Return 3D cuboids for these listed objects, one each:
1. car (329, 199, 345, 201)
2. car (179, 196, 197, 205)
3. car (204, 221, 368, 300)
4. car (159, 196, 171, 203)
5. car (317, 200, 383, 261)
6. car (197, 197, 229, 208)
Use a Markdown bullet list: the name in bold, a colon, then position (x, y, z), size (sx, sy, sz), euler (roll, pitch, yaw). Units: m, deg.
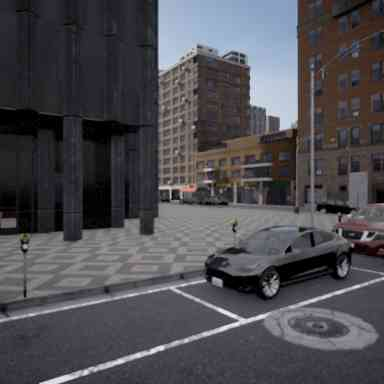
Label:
- **car**: position (14.271, 1.434, 31.416), size (1.882, 1.535, 5.008), euler (0, 0, -34)
- **car**: position (-0.387, 1.432, 58.194), size (2.128, 1.511, 4.902), euler (0, 0, -34)
- **car**: position (2.319, 1.565, 8.421), size (4.313, 1.339, 1.947), euler (0, 0, -36)
- **car**: position (-6.232, 1.513, 66.564), size (1.895, 1.301, 4.718), euler (0, 0, -35)
- **car**: position (6.910, 1.314, 11.697), size (5.009, 1.841, 2.192), euler (0, 0, -36)
- **car**: position (3.166, 1.557, 47.514), size (1.895, 1.301, 4.718), euler (0, 0, -35)
